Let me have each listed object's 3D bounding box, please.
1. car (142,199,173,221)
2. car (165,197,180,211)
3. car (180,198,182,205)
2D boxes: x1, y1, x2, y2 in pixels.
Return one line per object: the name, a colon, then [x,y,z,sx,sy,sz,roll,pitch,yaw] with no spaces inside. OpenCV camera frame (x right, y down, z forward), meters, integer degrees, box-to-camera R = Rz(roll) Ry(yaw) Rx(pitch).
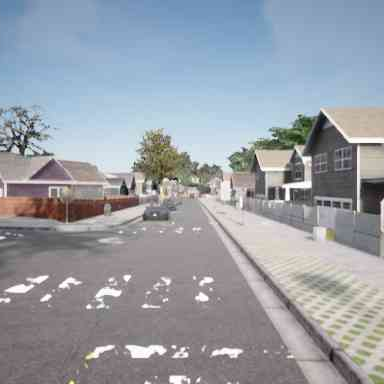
car: [-2.842,1.558,27.123,1.994,1.385,4.181,0,0,-1]
car: [-2.830,1.517,40.120,1.837,1.490,4.892,0,0,0]
car: [-2.749,1.599,60.194,2.033,1.411,5.357,0,0,0]
